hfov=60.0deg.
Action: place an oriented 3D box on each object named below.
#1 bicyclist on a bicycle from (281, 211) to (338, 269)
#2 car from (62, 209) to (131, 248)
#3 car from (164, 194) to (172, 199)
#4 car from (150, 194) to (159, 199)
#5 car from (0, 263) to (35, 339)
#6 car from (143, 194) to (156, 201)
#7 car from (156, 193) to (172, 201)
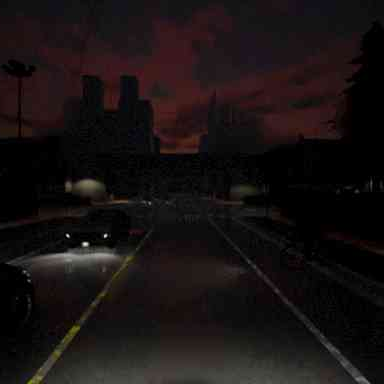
[{"bbox_3d":[3.288,1.346,9.389,1.656,1.620,0.582,-4,0,-1],"label":"bicyclist on a bicycle"},{"bbox_3d":[-3.898,1.485,14.668,2.033,1.411,5.357,0,0,-1],"label":"car"},{"bbox_3d":[-6.308,1.167,87.308,1.812,1.442,4.674,0,0,-1],"label":"car"},{"bbox_3d":[-9.806,1.240,87.190,1.895,1.301,4.718,0,0,-1],"label":"car"},{"bbox_3d":[-3.647,1.548,4.014,1.994,1.385,4.181,0,0,-1],"label":"car"},{"bbox_3d":[-9.411,1.239,71.528,2.128,1.511,4.902,0,0,-1],"label":"car"},{"bbox_3d":[-5.913,1.067,71.645,2.097,1.767,4.553,0,0,-1],"label":"car"}]
